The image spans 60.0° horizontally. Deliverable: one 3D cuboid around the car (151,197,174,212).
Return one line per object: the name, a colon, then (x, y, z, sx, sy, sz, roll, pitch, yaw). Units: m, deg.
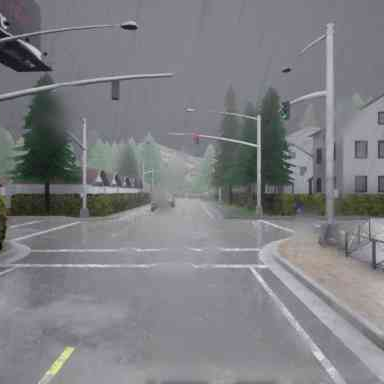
car: (-3.568, 1.547, 38.440, 2.033, 1.411, 5.357, 0, 0, 0)
